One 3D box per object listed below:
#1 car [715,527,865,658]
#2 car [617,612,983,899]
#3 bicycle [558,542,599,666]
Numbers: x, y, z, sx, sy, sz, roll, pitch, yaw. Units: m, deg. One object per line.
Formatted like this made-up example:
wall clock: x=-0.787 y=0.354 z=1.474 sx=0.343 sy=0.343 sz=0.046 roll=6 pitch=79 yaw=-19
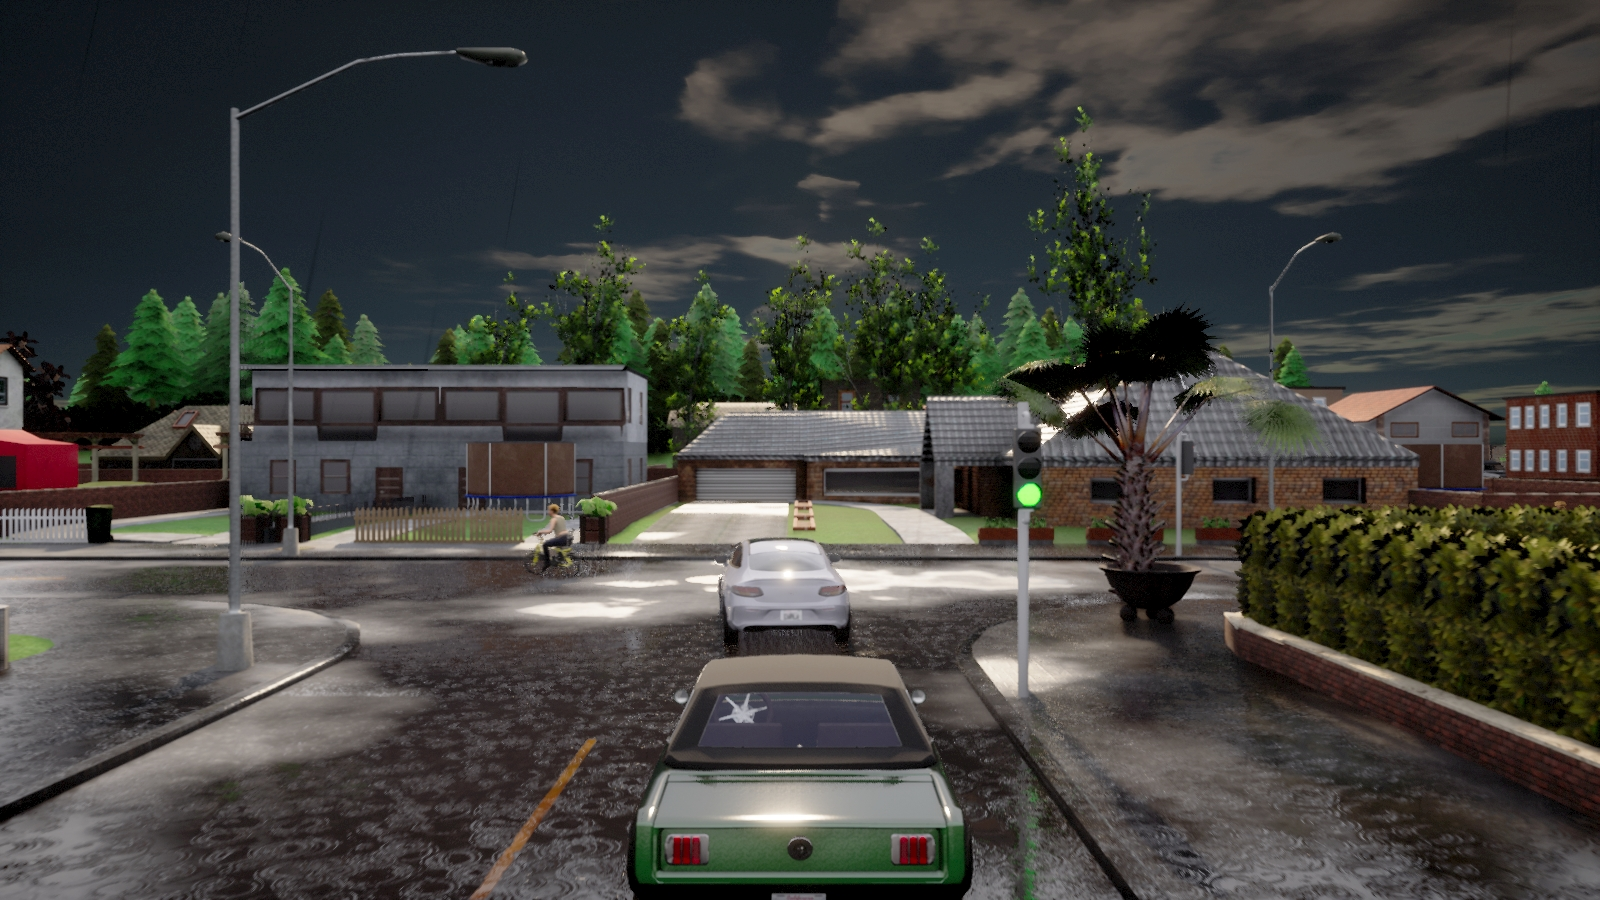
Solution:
car: x=-0.308 y=2.080 z=17.821 sx=2.002 sy=1.442 sz=4.674 roll=0 pitch=0 yaw=-5
car: x=0.000 y=2.155 z=8.278 sx=1.895 sy=1.301 sz=4.718 roll=0 pitch=0 yaw=0
bicycle: x=-3.021 y=2.059 z=15.662 sx=0.329 sy=1.471 sz=1.835 roll=-1 pitch=-1 yaw=-4
